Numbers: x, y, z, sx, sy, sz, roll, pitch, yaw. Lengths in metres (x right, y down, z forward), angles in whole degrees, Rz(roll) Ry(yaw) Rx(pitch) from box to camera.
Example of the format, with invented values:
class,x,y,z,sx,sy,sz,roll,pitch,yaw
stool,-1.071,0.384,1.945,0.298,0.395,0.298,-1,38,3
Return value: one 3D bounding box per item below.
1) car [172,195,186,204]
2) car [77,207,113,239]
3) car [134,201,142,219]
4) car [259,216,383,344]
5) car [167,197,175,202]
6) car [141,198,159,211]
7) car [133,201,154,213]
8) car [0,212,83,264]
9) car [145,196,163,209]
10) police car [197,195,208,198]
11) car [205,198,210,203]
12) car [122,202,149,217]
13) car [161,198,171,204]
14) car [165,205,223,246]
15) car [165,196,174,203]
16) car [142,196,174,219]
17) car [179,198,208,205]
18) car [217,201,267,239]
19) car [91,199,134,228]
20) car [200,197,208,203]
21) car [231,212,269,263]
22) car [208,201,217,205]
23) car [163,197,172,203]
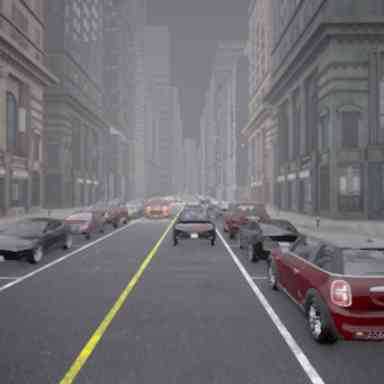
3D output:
class,x,y,z,sx,sy,sz,roll,pitch,yaw
car,-2.987,1.880,72.442,2.033,1.411,5.357,0,0,0
car,-5.757,1.671,17.679,1.802,1.307,4.206,0,0,0
car,-5.755,1.671,28.713,1.752,1.417,4.829,0,0,0
car,2.767,1.473,6.478,1.967,1.590,4.097,0,0,0
car,-5.744,2.010,90.501,1.887,1.381,4.507,0,0,0
car,-5.751,1.672,45.688,1.967,1.590,4.097,0,0,0
car,-5.753,1.769,40.086,1.947,1.339,4.313,0,0,0
car,-5.758,1.627,12.077,1.947,1.339,4.313,0,0,0
car,-5.750,1.576,51.290,2.192,1.841,5.009,0,0,0
police car,2.377,1.740,61.891,1.930,1.638,5.238,0,0,0
car,2.772,1.749,40.090,1.887,1.381,4.507,0,0,0
car,-5.754,1.726,34.484,2.008,1.369,4.403,0,0,0
car,-5.747,1.959,73.696,1.802,1.307,4.206,0,0,0
car,0.099,1.572,15.866,2.128,1.511,4.902,0,0,0
car,-5.744,1.876,84.900,1.967,1.590,4.097,0,0,0
car,-3.092,1.509,31.049,2.097,1.767,4.553,0,0,0
car,0.103,1.652,31.673,2.128,1.511,4.902,0,0,0
car,2.769,1.405,17.682,2.192,1.841,5.009,0,0,0
car,-5.755,1.433,23.282,2.192,1.841,5.009,0,0,0
car,2.779,1.933,79.474,1.752,1.417,4.829,0,0,0
car,2.767,1.627,12.079,1.947,1.339,4.313,0,0,0
car,2.770,1.698,28.885,2.008,1.369,4.403,0,0,0
car,-5.746,1.931,79.128,1.752,1.417,4.829,0,0,0
